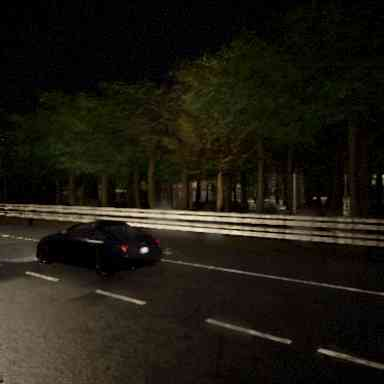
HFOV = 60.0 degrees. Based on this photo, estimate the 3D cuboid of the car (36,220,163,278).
[{"bbox_3d":[-2.939,1.571,10.283,4.181,1.385,1.994,0,0,35],"label":"car"}]
